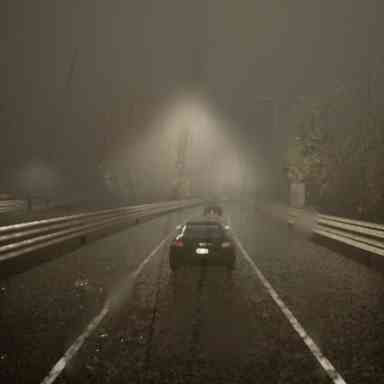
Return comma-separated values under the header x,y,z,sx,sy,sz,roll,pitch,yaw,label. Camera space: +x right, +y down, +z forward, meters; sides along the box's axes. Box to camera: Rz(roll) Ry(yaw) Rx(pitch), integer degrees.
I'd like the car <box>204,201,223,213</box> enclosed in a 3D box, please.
x,y,z,sx,sy,sz,roll,pitch,yaw,label
2.346,1.742,36.693,1.837,1.490,4.892,0,0,7,car

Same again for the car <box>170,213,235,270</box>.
x,y,z,sx,sy,sz,roll,pitch,yaw,label
0.364,1.644,11.358,1.994,1.385,4.181,0,0,2,car
